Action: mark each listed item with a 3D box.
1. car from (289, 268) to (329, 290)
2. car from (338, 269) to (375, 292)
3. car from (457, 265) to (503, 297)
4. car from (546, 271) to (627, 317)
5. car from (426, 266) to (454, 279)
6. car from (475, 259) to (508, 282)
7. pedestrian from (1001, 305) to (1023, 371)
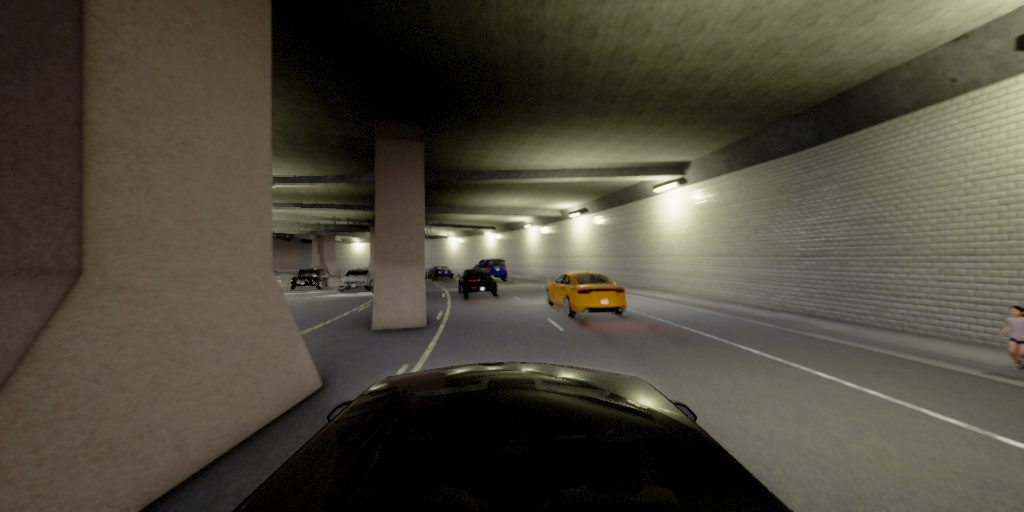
[{"bbox_3d":[-14.599,1.614,26.011,1.837,1.490,4.892,0,-1,-19],"label":"car"},{"bbox_3d":[-10.365,1.582,24.192,1.812,1.442,4.674,0,-1,-16],"label":"car"},{"bbox_3d":[-2.051,1.460,20.756,1.837,1.490,4.892,0,-1,-13],"label":"car"},{"bbox_3d":[2.630,1.326,13.803,1.882,1.535,5.008,0,-1,-7],"label":"car"},{"bbox_3d":[-7.740,1.722,38.361,2.033,1.411,5.357,0,-1,-27],"label":"car"},{"bbox_3d":[-2.129,1.302,33.491,2.150,2.045,5.566,0,-1,-20],"label":"car"},{"bbox_3d":[8.116,1.254,5.711,0.500,1.100,0.500,0,-1,-3],"label":"pedestrian"}]
